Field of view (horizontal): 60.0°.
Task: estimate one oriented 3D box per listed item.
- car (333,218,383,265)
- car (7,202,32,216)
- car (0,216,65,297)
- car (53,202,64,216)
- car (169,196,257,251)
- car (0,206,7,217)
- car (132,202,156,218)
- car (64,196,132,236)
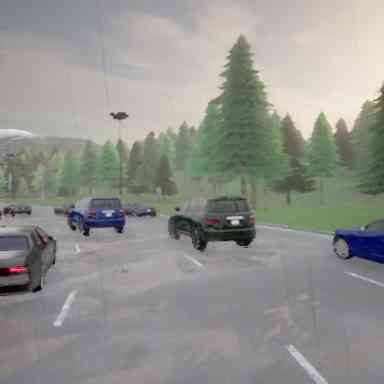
[{"bbox_3d":[5.962,1.363,9.126,1.882,1.535,5.008,0,0,-12],"label":"car"},{"bbox_3d":[-18.770,1.787,35.773,2.033,1.411,5.357,-1,0,-41],"label":"car"},{"bbox_3d":[-4.712,1.609,8.719,2.033,1.411,5.357,-1,0,-17],"label":"car"},{"bbox_3d":[-12.574,1.706,33.833,1.994,1.385,4.181,-1,0,-40],"label":"car"},{"bbox_3d":[0.650,1.183,14.276,2.150,2.045,5.566,-1,0,-19],"label":"car"},{"bbox_3d":[-18.805,1.851,30.453,1.895,1.301,4.718,-1,0,-41],"label":"car"},{"bbox_3d":[-5.043,1.589,30.453,1.994,1.385,4.181,-1,0,-40],"label":"car"},{"bbox_3d":[-5.626,1.276,19.278,2.150,2.045,5.566,0,0,-31],"label":"car"}]
